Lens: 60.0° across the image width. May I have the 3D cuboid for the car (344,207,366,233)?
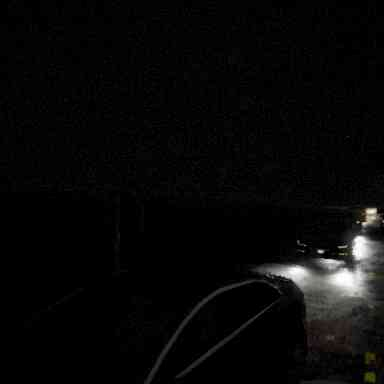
[{"bbox_3d":[10.675,1.981,22.826,1.895,1.301,4.718,0,-1,29],"label":"car"}]

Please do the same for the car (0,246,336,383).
[{"bbox_3d":[-0.386,1.538,3.129,2.128,1.511,4.902,0,-1,36],"label":"car"}]

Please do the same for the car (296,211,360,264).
[{"bbox_3d":[5.390,1.718,13.083,1.837,1.490,4.892,0,0,29],"label":"car"}]

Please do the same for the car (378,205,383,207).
[{"bbox_3d":[25.944,2.428,44.818,1.895,1.301,4.718,0,-1,29],"label":"car"}]

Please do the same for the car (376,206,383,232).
[{"bbox_3d":[13.896,1.938,22.587,2.033,1.411,5.357,0,-1,28],"label":"car"}]

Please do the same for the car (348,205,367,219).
[{"bbox_3d":[16.727,2.060,33.911,1.882,1.535,5.008,0,-1,29],"label":"car"}]
